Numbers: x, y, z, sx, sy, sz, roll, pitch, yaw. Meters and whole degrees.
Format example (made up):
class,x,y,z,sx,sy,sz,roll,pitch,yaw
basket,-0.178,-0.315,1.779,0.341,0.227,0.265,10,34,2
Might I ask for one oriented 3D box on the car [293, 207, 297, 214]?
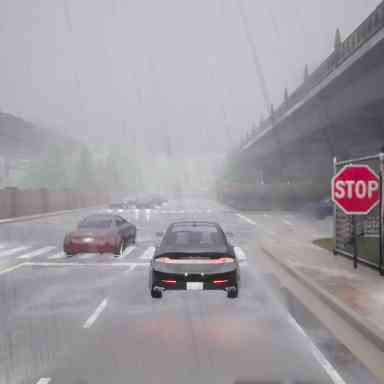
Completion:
class,x,y,z,sx,sy,sz,roll,pitch,yaw
car,12.268,1.547,30.955,5.357,1.411,2.033,0,0,0

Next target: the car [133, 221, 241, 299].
class,x,y,z,sx,sy,sz,roll,pitch,yaw
car,0.060,1.492,8.464,2.128,1.511,4.902,0,0,0

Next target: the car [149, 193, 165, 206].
class,x,y,z,sx,sy,sz,roll,pitch,yaw
car,-6.313,1.221,55.911,2.150,2.045,5.566,0,0,1

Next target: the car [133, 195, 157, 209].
class,x,y,z,sx,sy,sz,roll,pitch,yaw
car,-6.466,1.505,46.015,1.837,1.490,4.892,0,0,1

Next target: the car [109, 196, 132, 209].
class,x,y,z,sx,sy,sz,roll,pitch,yaw
car,-9.971,1.505,45.697,1.837,1.490,4.892,0,0,1

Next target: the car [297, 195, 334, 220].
class,x,y,z,sx,sy,sz,roll,pitch,yaw
car,12.016,1.221,27.456,5.566,2.045,2.150,0,0,0

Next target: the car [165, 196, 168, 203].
class,x,y,z,sx,sy,sz,roll,pitch,yaw
car,-6.031,1.563,69.174,1.994,1.385,4.181,0,0,1

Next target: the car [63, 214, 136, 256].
class,x,y,z,sx,sy,sz,roll,pitch,yaw
car,-3.413,1.564,13.062,1.994,1.385,4.181,0,0,0

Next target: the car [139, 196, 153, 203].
class,x,y,z,sx,sy,sz,roll,pitch,yaw
car,-9.536,1.547,68.879,2.033,1.411,5.357,0,0,1
